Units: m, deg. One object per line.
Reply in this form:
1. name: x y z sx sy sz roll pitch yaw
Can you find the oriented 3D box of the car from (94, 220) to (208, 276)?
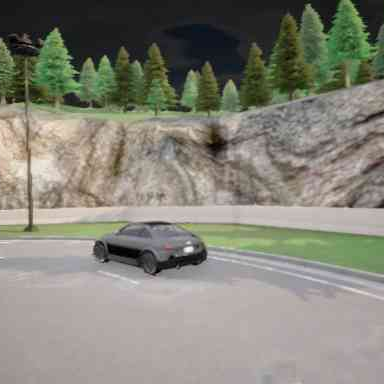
1. car: -1.476 1.627 10.754 1.994 1.385 4.181 -2 0 -44
